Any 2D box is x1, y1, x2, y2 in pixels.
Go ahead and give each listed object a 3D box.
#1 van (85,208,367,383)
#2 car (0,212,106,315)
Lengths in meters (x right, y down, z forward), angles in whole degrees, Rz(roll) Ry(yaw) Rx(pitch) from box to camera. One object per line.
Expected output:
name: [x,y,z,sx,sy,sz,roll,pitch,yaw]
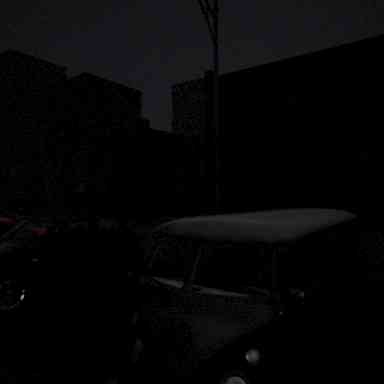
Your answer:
van: [1.055,1.249,4.459,1.878,1.987,4.442,0,0,35]
car: [-3.285,1.332,7.736,2.185,1.767,4.553,0,0,36]
